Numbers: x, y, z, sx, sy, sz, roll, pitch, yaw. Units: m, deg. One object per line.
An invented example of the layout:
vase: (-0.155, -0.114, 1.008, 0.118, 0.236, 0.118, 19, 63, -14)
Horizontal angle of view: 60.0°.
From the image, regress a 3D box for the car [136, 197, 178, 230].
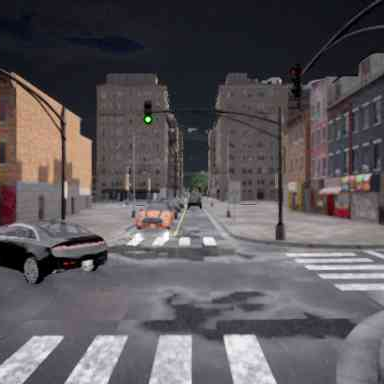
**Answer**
car: (-2.311, 1.448, 22.032, 2.097, 1.767, 4.553, 0, 0, 1)

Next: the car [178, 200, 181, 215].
car: (-2.283, 1.700, 30.966, 1.994, 1.385, 4.181, 0, 0, 0)

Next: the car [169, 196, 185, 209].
car: (-2.250, 1.575, 51.081, 2.097, 1.767, 4.553, 0, 0, 0)

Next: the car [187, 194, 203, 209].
car: (0.402, 1.440, 50.072, 2.150, 2.045, 5.566, 0, 0, 0)

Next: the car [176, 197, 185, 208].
car: (-2.280, 1.671, 40.826, 2.128, 1.511, 4.902, 0, 0, 0)

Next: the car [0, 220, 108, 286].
car: (-4.521, 1.575, 9.759, 4.902, 1.511, 2.128, -1, -1, 38)
